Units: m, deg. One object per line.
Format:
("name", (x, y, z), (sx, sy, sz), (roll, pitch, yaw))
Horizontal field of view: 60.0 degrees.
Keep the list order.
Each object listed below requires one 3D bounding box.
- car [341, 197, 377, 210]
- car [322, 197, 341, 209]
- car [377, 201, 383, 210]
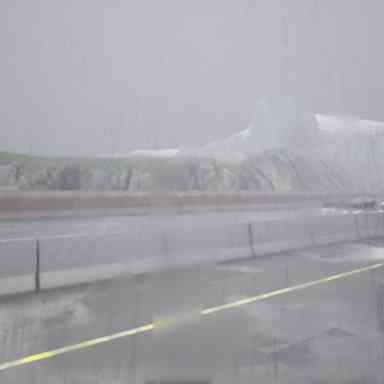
("car", (20.625, 1.343, 40.374), (5.008, 1.535, 1.882), (0, 0, -37))
("car", (19.265, 1.411, 43.704), (5.357, 1.411, 2.033), (0, 0, -37))
("car", (23.718, 1.212, 38.354), (4.553, 1.767, 2.097), (0, 0, -38))
